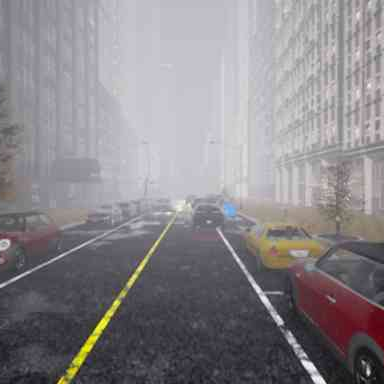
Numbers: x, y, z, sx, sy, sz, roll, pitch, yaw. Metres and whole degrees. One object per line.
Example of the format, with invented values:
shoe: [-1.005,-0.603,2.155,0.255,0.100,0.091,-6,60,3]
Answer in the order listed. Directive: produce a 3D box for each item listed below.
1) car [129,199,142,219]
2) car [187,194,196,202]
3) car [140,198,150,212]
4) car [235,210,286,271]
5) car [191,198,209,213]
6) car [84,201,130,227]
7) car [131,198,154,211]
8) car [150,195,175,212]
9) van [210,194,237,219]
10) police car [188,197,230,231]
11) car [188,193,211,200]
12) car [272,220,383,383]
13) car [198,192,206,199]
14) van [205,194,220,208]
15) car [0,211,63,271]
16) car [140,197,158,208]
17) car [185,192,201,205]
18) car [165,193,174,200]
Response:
car: [-5.701,1.465,27.520,1.947,1.339,4.313,-1,0,0]
car: [-0.007,1.177,70.057,1.837,1.490,4.892,0,0,0]
car: [-5.702,1.423,33.204,1.887,1.381,4.507,-1,0,0]
car: [2.681,1.486,10.640,1.752,1.417,4.829,-1,0,0]
car: [0.820,1.394,35.880,1.812,1.442,4.674,0,0,1]
car: [-5.701,1.470,21.836,2.008,1.369,4.403,-1,0,0]
car: [-5.703,1.408,38.887,2.008,1.369,4.403,-1,0,0]
car: [-3.104,1.412,36.744,2.033,1.411,5.357,0,0,0]
van: [2.677,1.240,27.520,1.690,1.788,3.998,-1,0,0]
police car: [0.897,1.352,19.976,1.930,1.638,5.238,0,0,0]
car: [0.895,1.241,29.836,2.097,1.767,4.553,0,0,0]
car: [2.680,1.422,4.786,1.967,1.590,4.097,-1,0,0]
car: [2.671,0.983,90.040,2.192,1.841,5.009,-1,0,0]
van: [2.676,1.178,44.571,1.690,1.788,3.998,-1,0,0]
car: [-5.700,1.401,10.469,1.967,1.590,4.097,-1,0,0]
car: [-5.703,1.418,44.571,1.802,1.307,4.206,-1,0,0]
car: [-0.007,1.150,55.027,2.097,1.767,4.553,0,0,0]
car: [-5.708,1.129,84.355,1.967,1.590,4.097,-1,0,0]
